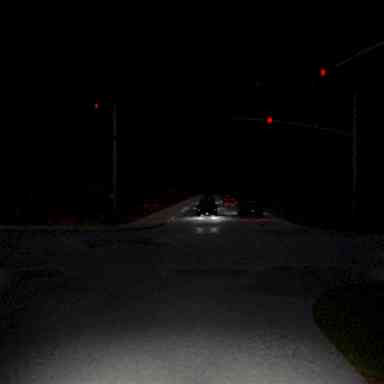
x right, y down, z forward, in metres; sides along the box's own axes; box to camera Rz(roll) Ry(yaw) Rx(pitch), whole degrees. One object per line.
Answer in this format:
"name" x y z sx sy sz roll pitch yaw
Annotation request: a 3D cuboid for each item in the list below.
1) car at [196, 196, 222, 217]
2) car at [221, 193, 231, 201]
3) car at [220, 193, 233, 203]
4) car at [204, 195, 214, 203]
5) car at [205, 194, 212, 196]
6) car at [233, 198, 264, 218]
"car" 1.381 1.387 30.164 2.033 1.411 5.357 0 0 3
"car" 6.989 1.010 69.570 1.837 1.490 4.892 0 0 3
"car" 6.483 1.320 59.611 1.895 1.301 4.718 0 0 3
"car" 3.197 1.256 63.924 1.837 1.490 4.892 0 0 3
"car" 2.143 1.305 44.963 1.812 1.442 4.674 0 1 3
"car" 4.905 1.324 28.591 1.882 1.535 5.008 0 0 3
